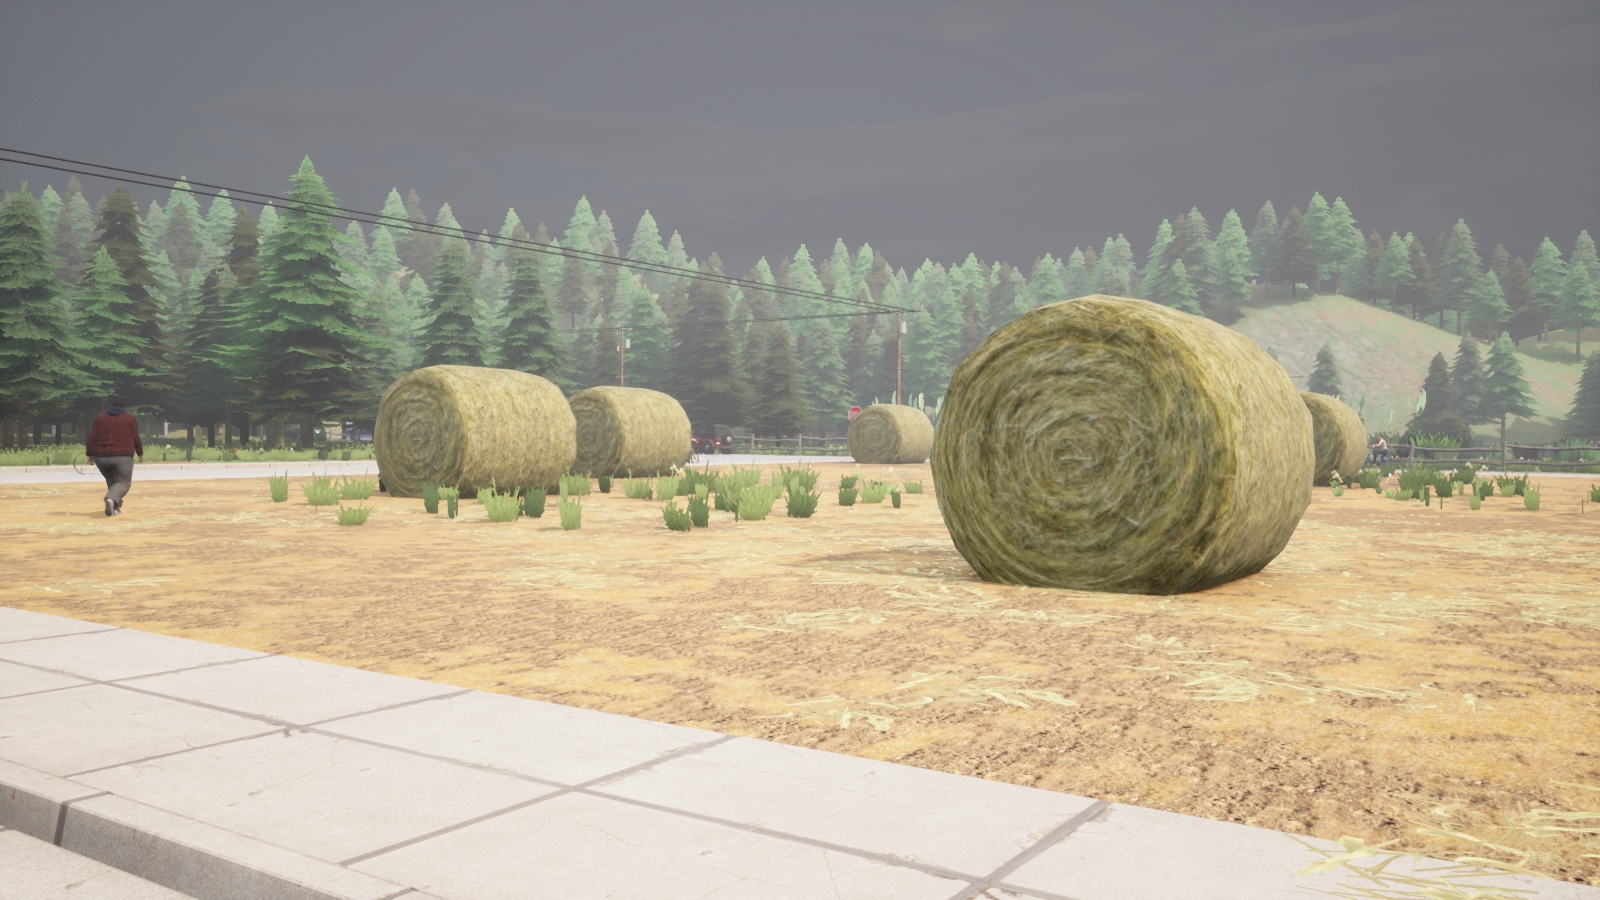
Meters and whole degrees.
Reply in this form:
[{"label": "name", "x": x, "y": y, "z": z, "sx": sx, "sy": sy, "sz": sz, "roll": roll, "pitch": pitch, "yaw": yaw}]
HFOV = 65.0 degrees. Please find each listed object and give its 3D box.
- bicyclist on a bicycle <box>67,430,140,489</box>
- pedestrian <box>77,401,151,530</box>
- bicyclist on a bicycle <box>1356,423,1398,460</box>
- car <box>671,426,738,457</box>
[{"label": "bicyclist on a bicycle", "x": -21.509, "y": 0.277, "z": 38.810, "sx": 0.659, "sy": 1.776, "sz": 1.843, "roll": 0, "pitch": 1, "yaw": 35}, {"label": "pedestrian", "x": -10.033, "y": 0.213, "z": 18.396, "sx": 0.634, "sy": 1.844, "sz": 0.899, "roll": -1, "pitch": 1, "yaw": -7}, {"label": "bicyclist on a bicycle", "x": 25.136, "y": -0.366, "z": 54.702, "sx": 1.509, "sy": 1.612, "sz": 0.866, "roll": 0, "pitch": 1, "yaw": 38}, {"label": "car", "x": -5.969, "y": -0.554, "z": 78.620, "sx": 3.866, "sy": 1.878, "sz": 1.905, "roll": 0, "pitch": 1, "yaw": 38}]
